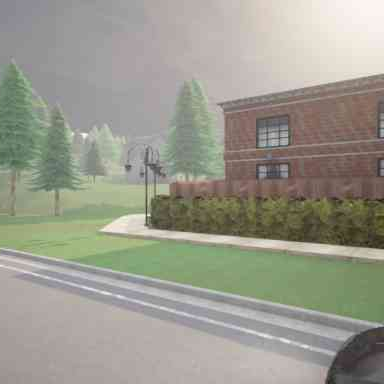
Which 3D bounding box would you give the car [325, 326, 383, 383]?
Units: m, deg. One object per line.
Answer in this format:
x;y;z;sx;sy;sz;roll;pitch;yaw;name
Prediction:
3.248;1.506;1.662;4.892;1.490;1.837;1;0;36;car
